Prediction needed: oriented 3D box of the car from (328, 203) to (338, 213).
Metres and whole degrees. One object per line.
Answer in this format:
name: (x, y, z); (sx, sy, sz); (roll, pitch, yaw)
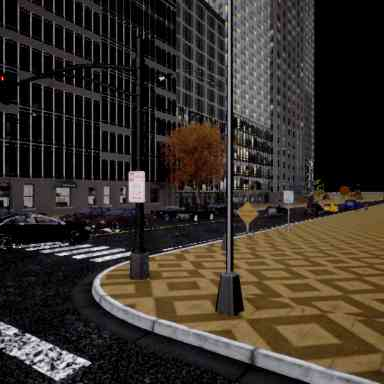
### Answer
car: (21.886, 2.510, 52.975); (1.882, 1.535, 5.008); (0, -1, 33)

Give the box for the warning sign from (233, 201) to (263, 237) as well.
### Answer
warning sign: (3.112, 1.454, 18.562); (1.300, 1.860, 1.060); (1, 1, 33)

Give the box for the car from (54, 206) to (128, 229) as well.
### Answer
car: (-7.535, 1.873, 25.518); (2.033, 1.411, 5.357); (0, -1, 33)

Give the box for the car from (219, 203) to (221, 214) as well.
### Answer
car: (3.062, 2.167, 41.934); (2.128, 1.511, 4.902); (0, -1, 33)

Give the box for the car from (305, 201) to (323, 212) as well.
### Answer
car: (21.238, 2.447, 57.793); (2.097, 1.767, 4.553); (0, -1, 33)

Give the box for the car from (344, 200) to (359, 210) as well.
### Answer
car: (31.485, 2.537, 65.764); (2.150, 2.045, 5.566); (0, -1, 33)

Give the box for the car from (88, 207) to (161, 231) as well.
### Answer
car: (-4.883, 1.874, 23.634); (2.033, 1.411, 5.357); (0, -1, 33)

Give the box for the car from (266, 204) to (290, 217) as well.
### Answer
car: (10.714, 2.242, 41.458); (2.128, 1.511, 4.902); (0, -1, 33)

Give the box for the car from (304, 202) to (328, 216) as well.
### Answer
car: (16.288, 2.354, 44.210); (1.837, 1.490, 4.892); (0, -1, 33)

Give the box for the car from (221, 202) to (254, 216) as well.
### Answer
car: (5.866, 2.034, 40.284); (2.097, 1.767, 4.553); (0, -1, 33)

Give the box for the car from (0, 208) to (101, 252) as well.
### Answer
car: (-6.983, 1.668, 14.845); (4.902, 1.511, 2.128); (1, -1, -39)

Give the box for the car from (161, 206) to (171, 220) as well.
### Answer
car: (-2.338, 2.098, 33.577); (1.895, 1.301, 4.718); (0, -1, 33)

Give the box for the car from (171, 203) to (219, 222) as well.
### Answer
car: (0.396, 2.006, 31.820); (1.837, 1.490, 4.892); (0, -1, 33)
